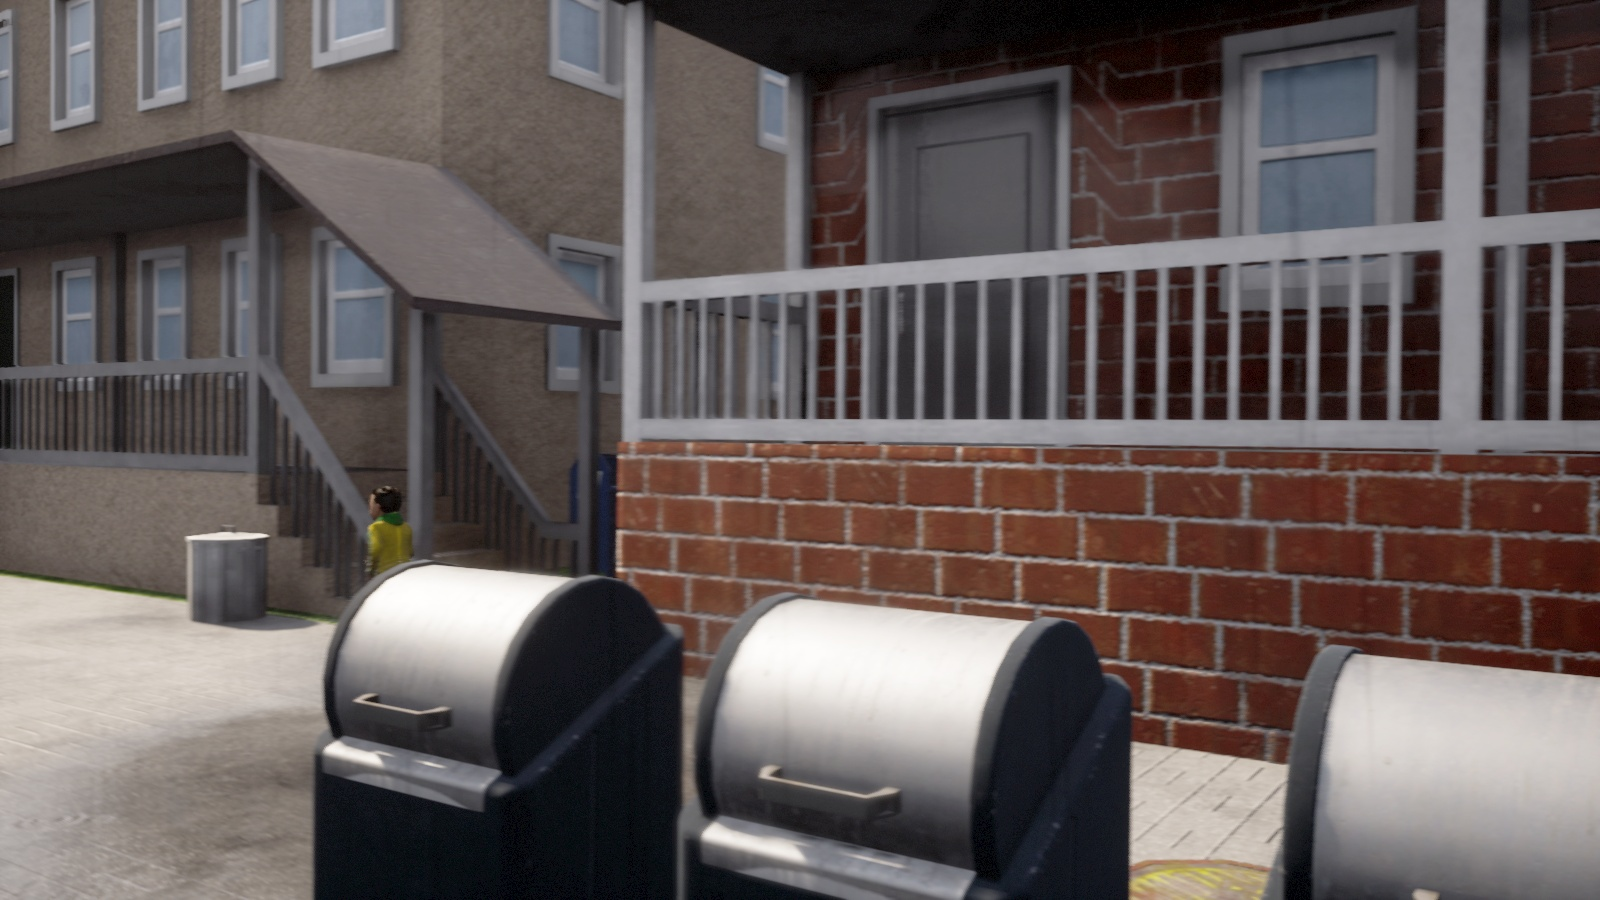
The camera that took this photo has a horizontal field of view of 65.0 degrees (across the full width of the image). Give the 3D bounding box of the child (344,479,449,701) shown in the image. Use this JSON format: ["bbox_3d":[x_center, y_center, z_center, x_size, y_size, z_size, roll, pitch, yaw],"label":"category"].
[{"bbox_3d":[-2.215,0.747,6.891,0.473,1.160,0.299,0,1,31],"label":"child"}]
